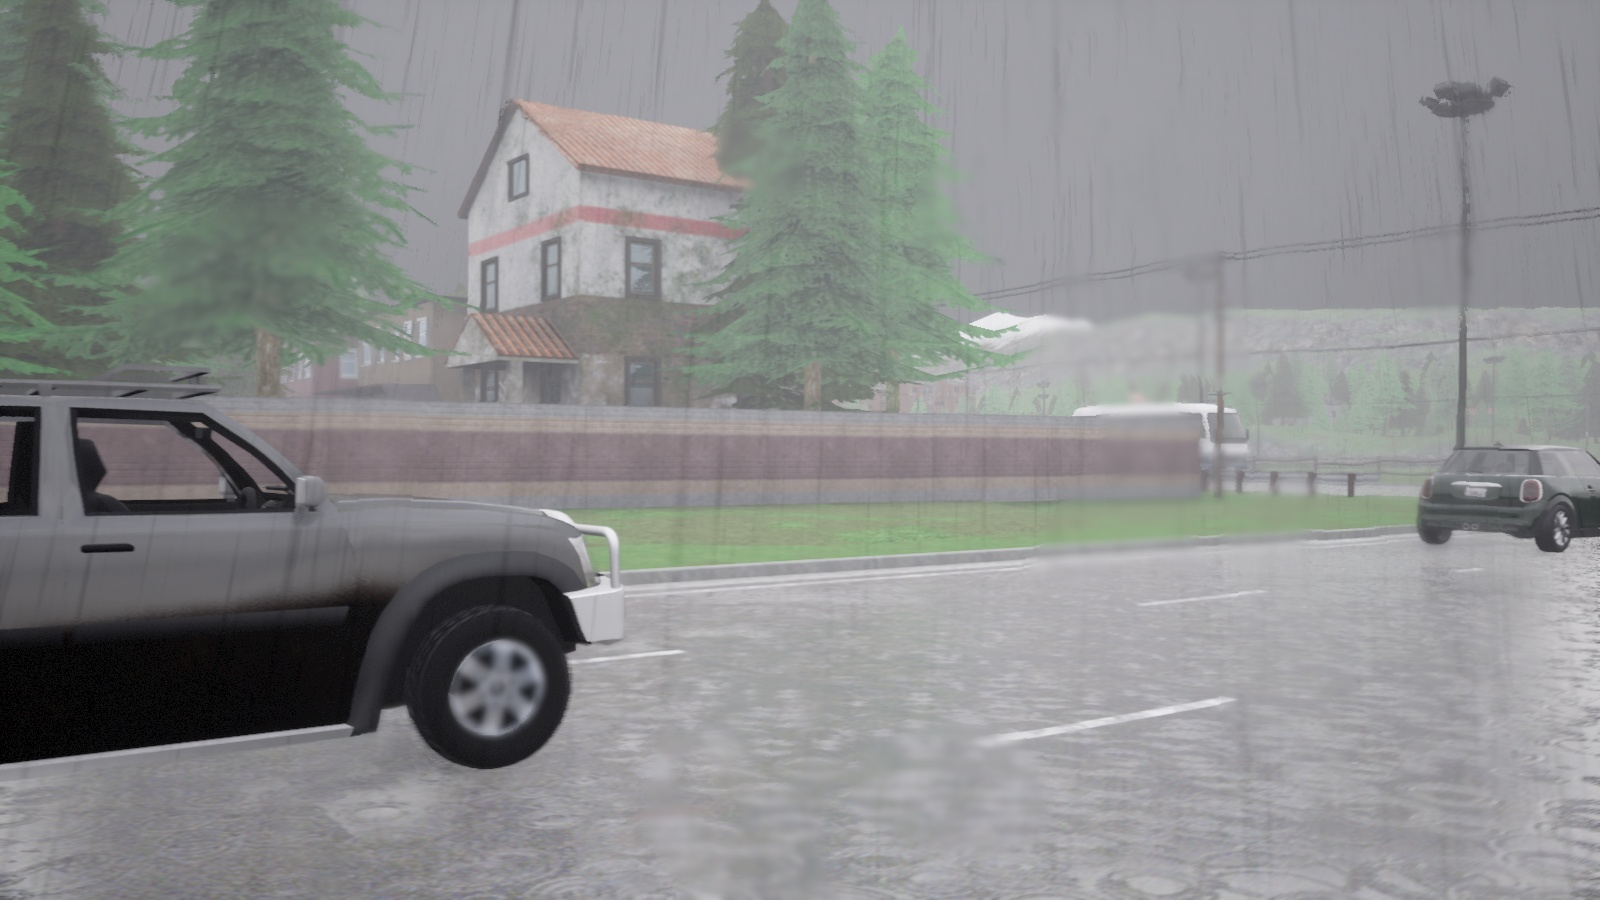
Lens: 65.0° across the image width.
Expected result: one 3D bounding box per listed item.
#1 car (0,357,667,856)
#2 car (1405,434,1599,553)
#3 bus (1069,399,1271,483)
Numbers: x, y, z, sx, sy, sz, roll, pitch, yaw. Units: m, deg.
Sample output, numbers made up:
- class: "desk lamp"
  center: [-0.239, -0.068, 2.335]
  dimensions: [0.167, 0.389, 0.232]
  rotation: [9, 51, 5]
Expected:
- class: "car"
  center: [-3.106, 0.584, 5.753]
  dimensions: [4.605, 1.855, 1.932]
  rotation: [0, 0, -35]
- class: "car"
  center: [12.346, 0.657, 20.960]
  dimensions: [4.553, 1.767, 2.097]
  rotation: [0, 0, -35]
- class: "bus"
  center: [19.916, -0.432, 68.415]
  dimensions: [3.944, 4.253, 10.273]
  rotation: [0, 0, -36]
